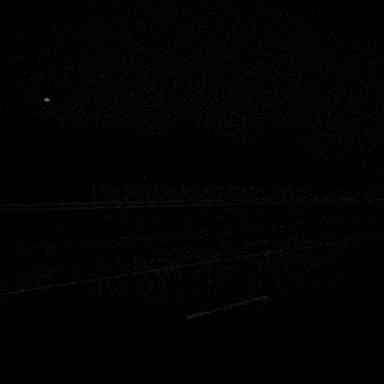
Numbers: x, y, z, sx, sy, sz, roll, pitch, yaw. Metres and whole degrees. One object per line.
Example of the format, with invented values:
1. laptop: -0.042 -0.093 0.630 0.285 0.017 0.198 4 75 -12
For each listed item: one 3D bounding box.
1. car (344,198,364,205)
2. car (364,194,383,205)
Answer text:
1. car: 26.457 1.651 52.882 5.357 1.411 2.033 0 0 -35
2. car: 29.029 1.325 50.426 5.566 2.045 2.150 0 0 -35
